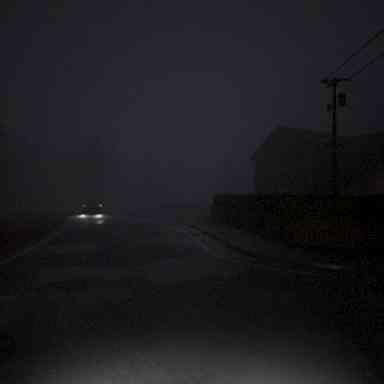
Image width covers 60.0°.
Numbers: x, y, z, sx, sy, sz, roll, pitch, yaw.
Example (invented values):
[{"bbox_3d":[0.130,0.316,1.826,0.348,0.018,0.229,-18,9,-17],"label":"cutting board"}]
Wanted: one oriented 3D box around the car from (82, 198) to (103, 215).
[{"bbox_3d":[-10.747,1.443,35.868,2.097,1.767,4.553,0,0,-17],"label":"car"}]
